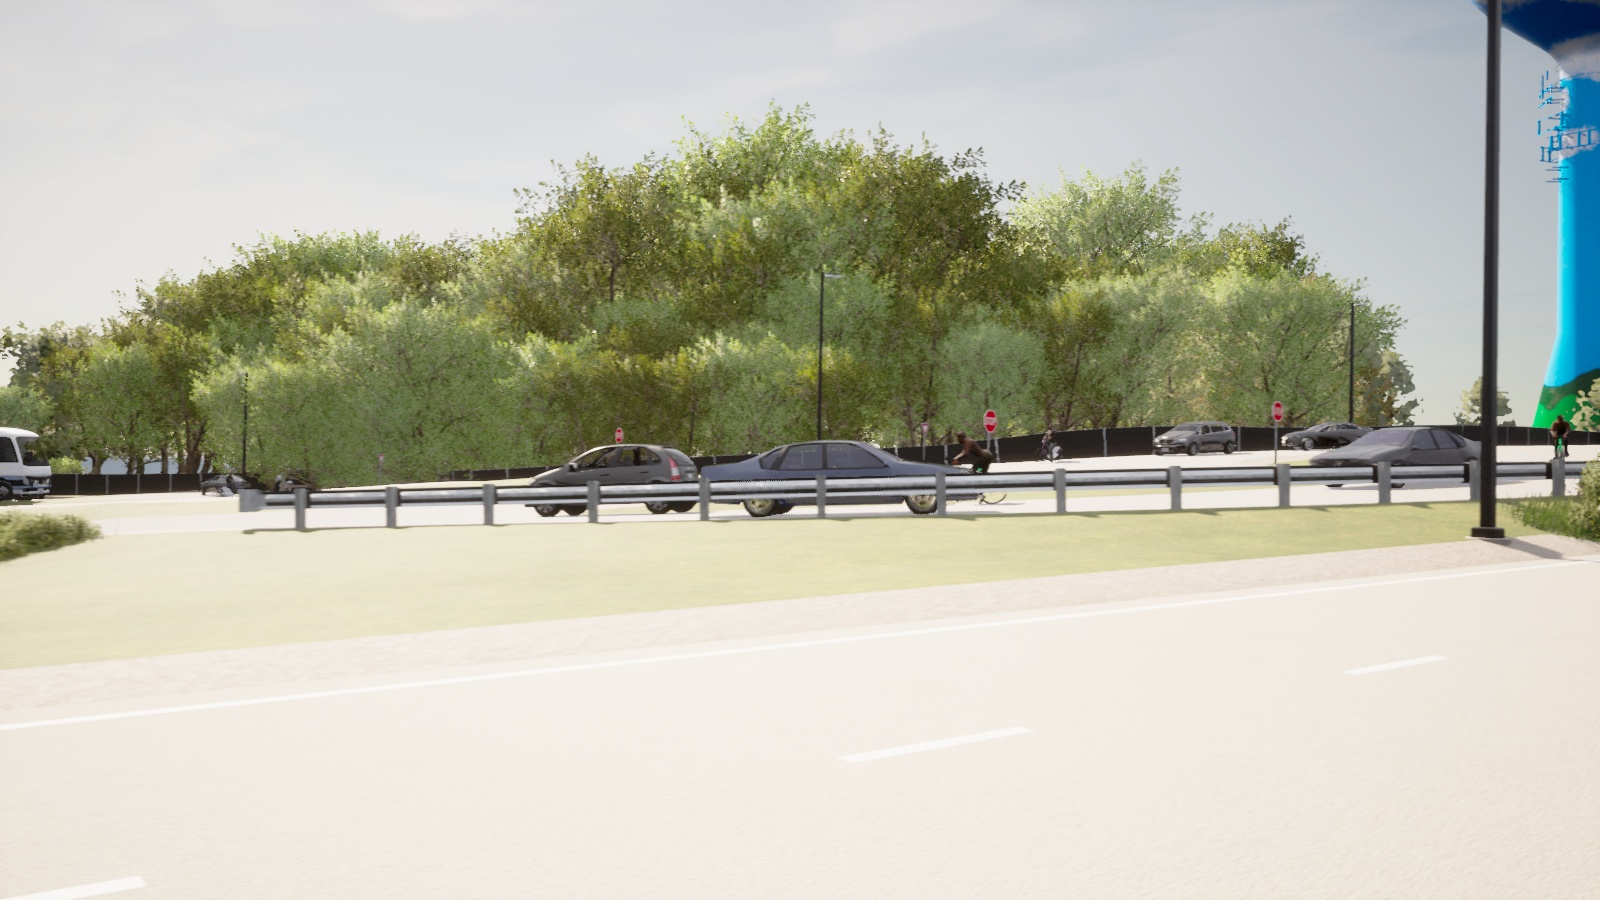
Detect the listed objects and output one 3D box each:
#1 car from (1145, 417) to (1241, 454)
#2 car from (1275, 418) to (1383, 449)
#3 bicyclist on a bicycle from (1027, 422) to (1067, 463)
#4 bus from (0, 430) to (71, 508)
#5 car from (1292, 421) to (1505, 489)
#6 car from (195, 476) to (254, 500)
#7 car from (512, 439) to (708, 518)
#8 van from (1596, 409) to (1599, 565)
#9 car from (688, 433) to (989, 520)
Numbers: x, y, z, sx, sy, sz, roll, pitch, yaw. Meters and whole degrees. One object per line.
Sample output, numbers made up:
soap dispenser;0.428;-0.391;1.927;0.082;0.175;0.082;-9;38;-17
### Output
car;19.646;-0.736;62.670;4.611;1.667;2.242;-2;1;-36
car;28.389;-0.892;67.473;4.902;1.511;2.128;-1;1;0
bicyclist on a bicycle;11.149;-0.327;56.636;1.843;1.776;0.659;-3;2;-38
bus;-47.016;1.039;70.063;10.273;4.253;3.944;0;0;-8
car;14.490;0.099;30.289;5.357;1.411;2.033;-2;0;-32
car;-38.314;2.521;83.619;4.674;1.442;1.812;1;0;41
car;-4.331;0.663;28.801;3.988;1.617;1.851;-2;-2;14
van;12.843;0.475;16.862;4.480;2.038;2.069;0;0;-35
car;0.777;0.510;23.567;5.357;1.411;2.033;-2;-1;11
